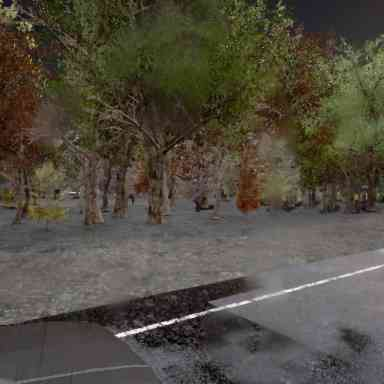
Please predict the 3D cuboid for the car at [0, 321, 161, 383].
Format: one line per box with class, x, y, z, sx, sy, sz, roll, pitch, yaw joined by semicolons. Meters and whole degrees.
car;-2.741;1.547;1.794;5.357;1.411;2.033;0;0;-35
